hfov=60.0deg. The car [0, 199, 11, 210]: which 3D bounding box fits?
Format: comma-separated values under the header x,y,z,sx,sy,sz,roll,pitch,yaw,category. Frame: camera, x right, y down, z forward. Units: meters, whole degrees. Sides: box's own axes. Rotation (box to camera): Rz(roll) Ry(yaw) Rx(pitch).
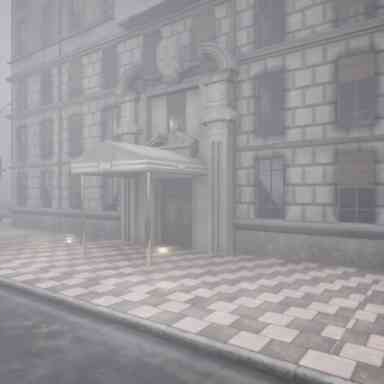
x,y,z,sx,sy,sz,roll,pitch,yaw,category
-24.157,1.524,40.180,1.812,1.442,4.674,0,0,36,car
